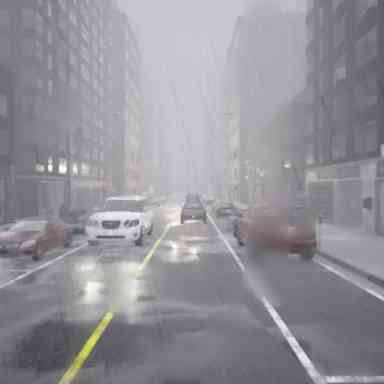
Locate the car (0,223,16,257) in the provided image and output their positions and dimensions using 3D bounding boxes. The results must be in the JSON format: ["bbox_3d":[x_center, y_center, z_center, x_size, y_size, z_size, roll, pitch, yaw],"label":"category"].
[{"bbox_3d":[-5.671,1.557,6.592,1.947,1.339,4.313,-1,0,0],"label":"car"}]

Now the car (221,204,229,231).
[{"bbox_3d":[2.861,1.542,17.665,1.947,1.339,4.313,-1,0,0],"label":"car"}]

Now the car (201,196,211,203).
[{"bbox_3d":[2.892,1.488,67.429,1.802,1.307,4.206,-1,0,0],"label":"car"}]

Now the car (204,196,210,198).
[{"bbox_3d":[2.881,1.476,50.841,1.887,1.381,4.507,-1,0,0],"label":"car"}]

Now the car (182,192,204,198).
[{"bbox_3d":[0.129,1.156,46.080,2.150,2.045,5.566,0,0,0],"label":"car"}]

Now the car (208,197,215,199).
[{"bbox_3d":[2.871,1.480,34.422,1.752,1.417,4.829,-1,0,0],"label":"car"}]

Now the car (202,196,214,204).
[{"bbox_3d":[2.889,1.481,61.899,1.947,1.339,4.313,-1,0,0],"label":"car"}]

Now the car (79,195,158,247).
[{"bbox_3d":[-3.075,1.200,15.312,2.150,2.045,5.566,0,0,0],"label":"car"}]

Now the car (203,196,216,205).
[{"bbox_3d":[2.885,1.474,56.370,2.008,1.369,4.403,-1,0,0],"label":"car"}]

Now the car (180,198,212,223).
[{"bbox_3d":[0.113,1.460,24.917,2.128,1.511,4.902,0,0,0],"label":"car"}]

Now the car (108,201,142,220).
[{"bbox_3d":[-5.658,1.514,28.715,2.008,1.369,4.403,-1,0,0],"label":"car"}]

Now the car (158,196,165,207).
[{"bbox_3d":[-5.644,1.477,50.838,1.887,1.381,4.507,-1,0,0],"label":"car"}]

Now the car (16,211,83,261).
[{"bbox_3d":[-5.668,1.566,12.123,1.802,1.307,4.206,-1,0,0],"label":"car"}]

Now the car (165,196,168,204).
[{"bbox_3d":[-5.641,1.475,56.368,2.008,1.369,4.403,-1,0,0],"label":"car"}]

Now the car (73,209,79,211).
[{"bbox_3d":[-5.665,1.543,17.653,1.947,1.339,4.313,-1,0,0],"label":"car"}]

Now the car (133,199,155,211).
[{"bbox_3d":[-5.651,1.514,39.776,1.947,1.339,4.313,-1,0,0],"label":"car"}]

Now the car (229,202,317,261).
[{"bbox_3d":[2.855,1.298,12.135,2.192,1.841,5.009,-1,0,0],"label":"car"}]

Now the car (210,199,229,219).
[{"bbox_3d":[2.868,1.528,28.723,1.947,1.339,4.313,-1,0,0],"label":"car"}]
